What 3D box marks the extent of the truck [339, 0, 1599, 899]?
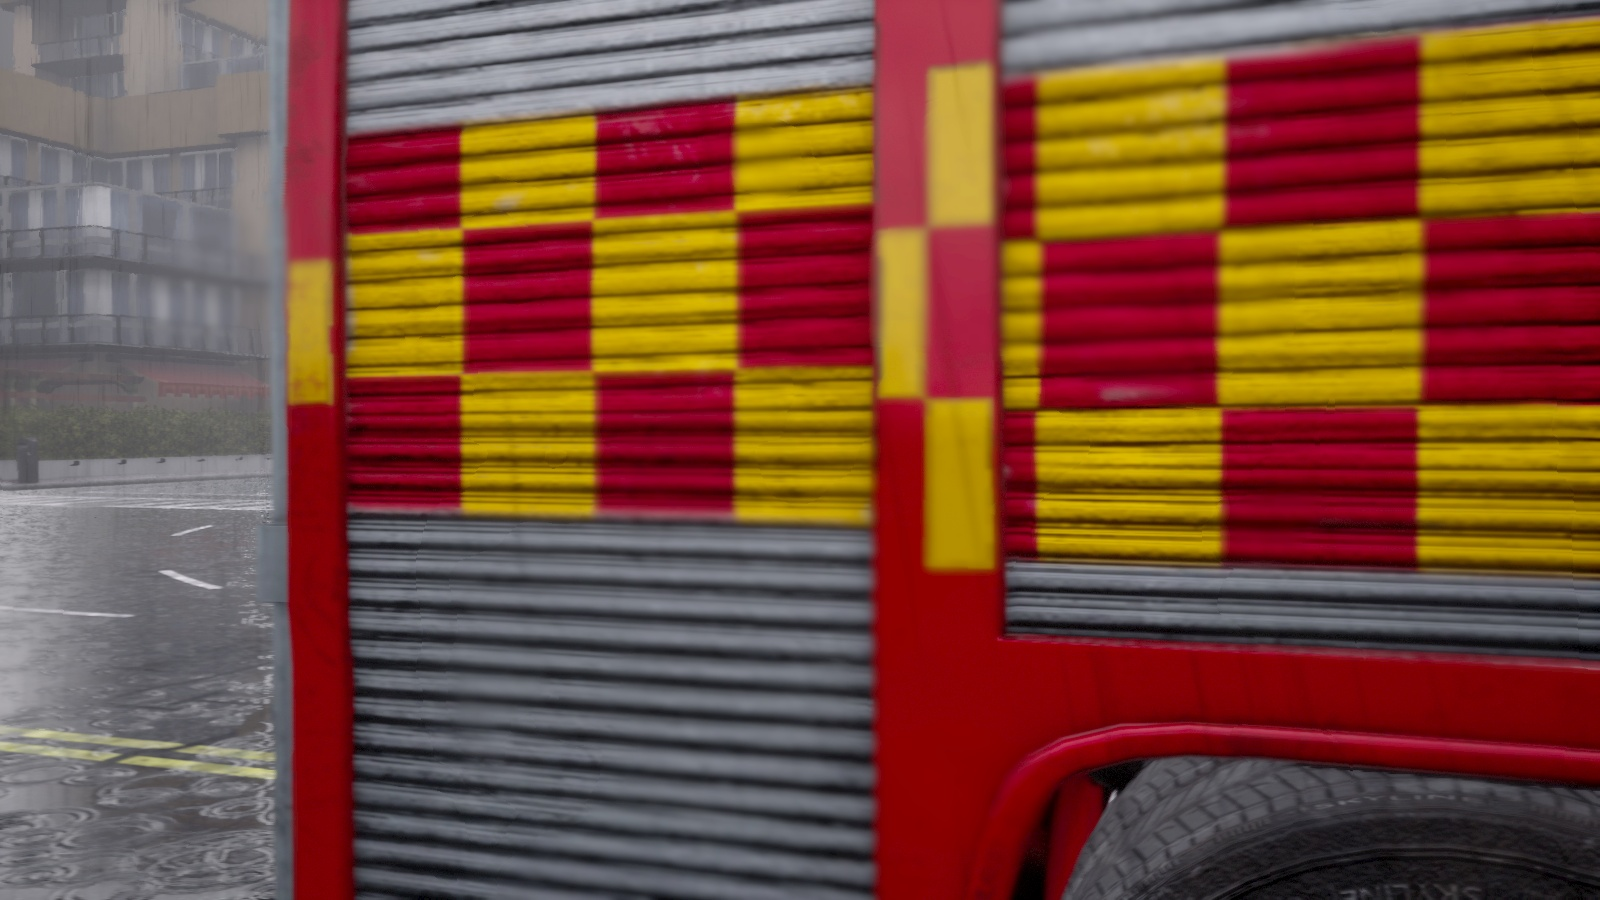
[{"bbox_3d":[3.782,-0.353,1.903,8.468,3.827,2.891,1,1,19],"label":"truck"}]
